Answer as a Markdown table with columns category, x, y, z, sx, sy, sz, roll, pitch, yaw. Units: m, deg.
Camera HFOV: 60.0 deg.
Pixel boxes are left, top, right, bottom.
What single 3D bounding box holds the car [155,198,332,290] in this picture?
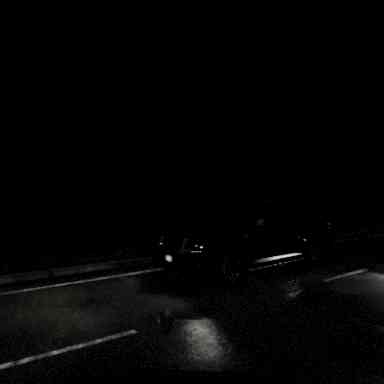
| category | x | y | z | sx | sy | sz | roll | pitch | yaw |
| --- | --- | --- | --- | --- | --- | --- | --- | --- | --- |
| car | 1.700 | 1.218 | 9.495 | 5.566 | 2.045 | 2.150 | 0 | 0 | -35 |
